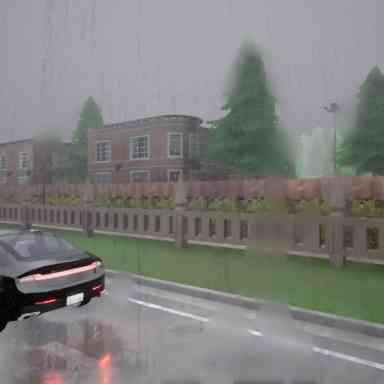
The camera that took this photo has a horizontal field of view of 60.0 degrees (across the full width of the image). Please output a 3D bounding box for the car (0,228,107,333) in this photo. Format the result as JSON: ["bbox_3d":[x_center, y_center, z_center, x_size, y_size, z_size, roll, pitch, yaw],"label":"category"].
[{"bbox_3d":[-3.836,1.491,6.710,4.902,1.511,2.128,0,0,35],"label":"car"}]
